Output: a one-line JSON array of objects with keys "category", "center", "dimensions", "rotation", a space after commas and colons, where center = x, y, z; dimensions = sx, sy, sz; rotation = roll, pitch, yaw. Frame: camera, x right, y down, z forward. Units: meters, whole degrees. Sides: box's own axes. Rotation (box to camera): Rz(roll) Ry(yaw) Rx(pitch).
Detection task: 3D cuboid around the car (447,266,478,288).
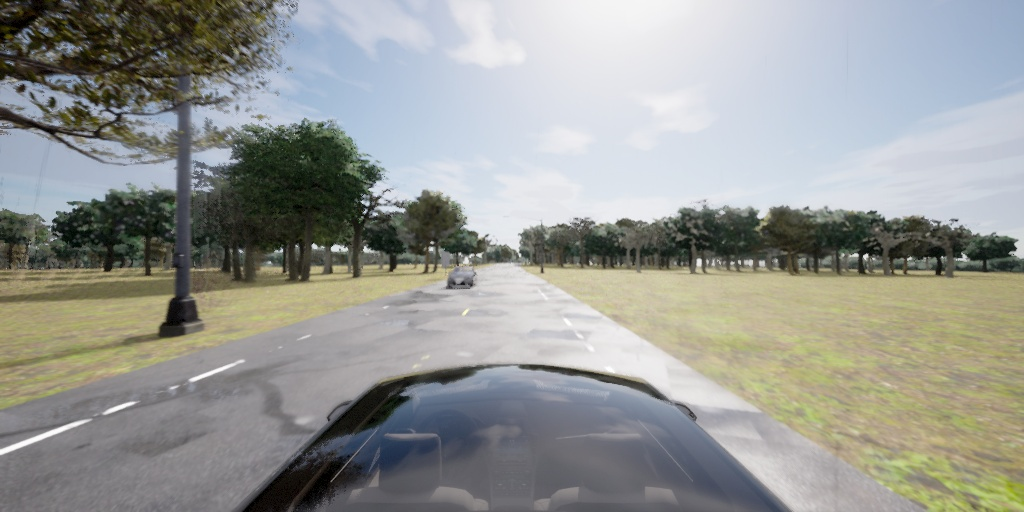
[{"category": "car", "center": [-3.595, 1.533, 26.614], "dimensions": [2.128, 1.511, 4.902], "rotation": [0, -1, 0]}]
